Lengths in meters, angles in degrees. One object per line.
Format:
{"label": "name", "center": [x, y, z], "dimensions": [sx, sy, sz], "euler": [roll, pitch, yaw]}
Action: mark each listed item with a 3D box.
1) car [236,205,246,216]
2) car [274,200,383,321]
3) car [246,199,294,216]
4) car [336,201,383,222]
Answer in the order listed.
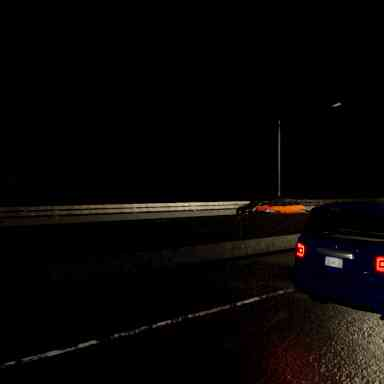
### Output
{"label": "car", "center": [6.055, 1.497, 29.807], "dimensions": [4.892, 1.490, 1.837], "euler": [0, 0, -35]}
{"label": "car", "center": [4.452, 1.219, 6.917], "dimensions": [5.566, 2.045, 2.150], "euler": [0, 0, -36]}
{"label": "car", "center": [6.765, 1.345, 26.014], "dimensions": [4.553, 1.767, 2.097], "euler": [0, 0, -35]}
{"label": "car", "center": [14.161, 1.538, 26.991], "dimensions": [5.357, 1.411, 2.033], "euler": [0, 0, -35]}
